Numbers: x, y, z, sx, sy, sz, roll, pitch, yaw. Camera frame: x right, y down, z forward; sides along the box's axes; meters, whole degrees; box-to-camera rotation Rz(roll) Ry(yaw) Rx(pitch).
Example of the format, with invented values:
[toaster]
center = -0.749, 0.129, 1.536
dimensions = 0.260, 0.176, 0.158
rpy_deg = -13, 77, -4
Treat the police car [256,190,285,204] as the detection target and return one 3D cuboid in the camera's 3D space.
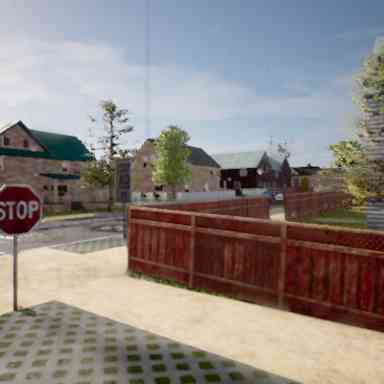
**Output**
[police car]
center = 8.948, 0.537, 38.142
dimensions = 2.038, 1.542, 4.974
rpy_deg = 0, 1, 36
